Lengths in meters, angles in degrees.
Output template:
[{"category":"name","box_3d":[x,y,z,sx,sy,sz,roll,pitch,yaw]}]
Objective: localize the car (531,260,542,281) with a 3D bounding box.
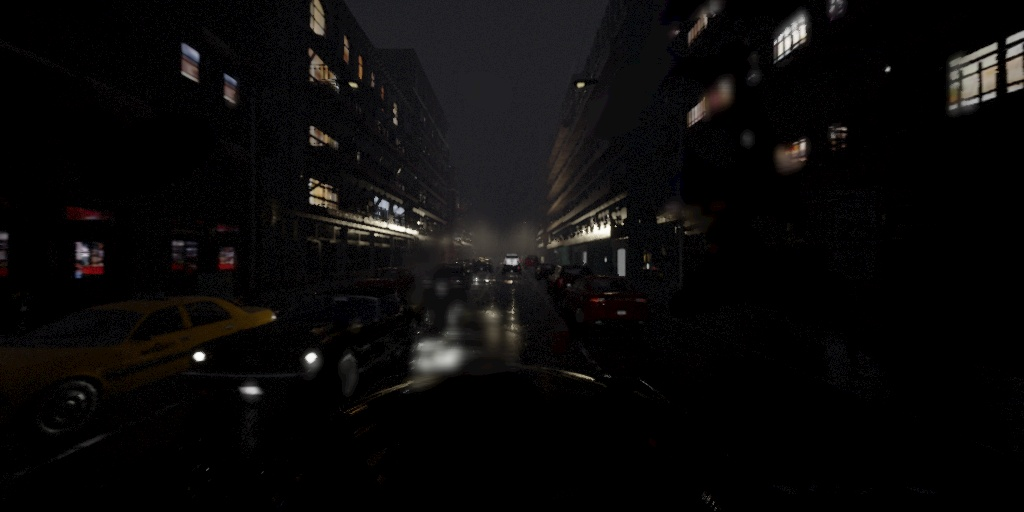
[{"category":"car","box_3d":[2.683,1.198,27.621,1.802,1.307,4.207,0,0,0]}]

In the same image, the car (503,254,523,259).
[{"category":"car","box_3d":[0.002,0.736,48.313,2.150,2.045,5.566,0,1,0]}]

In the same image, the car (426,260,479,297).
[{"category":"car","box_3d":[-3.101,1.152,18.209,2.128,1.511,4.902,0,1,0]}]

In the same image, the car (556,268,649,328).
[{"category":"car","box_3d":[2.689,1.247,11.051,1.888,1.381,4.507,0,0,0]}]

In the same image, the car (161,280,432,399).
[{"category":"car","box_3d":[-3.100,1.325,6.592,1.895,1.301,4.718,0,0,3]}]

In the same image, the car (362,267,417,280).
[{"category":"car","box_3d":[-5.694,1.217,16.586,1.888,1.381,4.507,0,0,0]}]

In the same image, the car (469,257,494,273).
[{"category":"car","box_3d":[-3.039,1.052,38.753,2.128,1.511,4.902,0,0,1]}]

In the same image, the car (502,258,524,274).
[{"category":"car","box_3d":[-0.009,1.170,36.921,1.895,1.301,4.718,0,0,0]}]

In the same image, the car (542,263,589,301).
[{"category":"car","box_3d":[2.687,1.113,16.575,1.967,1.591,4.097,0,0,0]}]

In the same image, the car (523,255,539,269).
[{"category":"car","box_3d":[2.676,0.819,49.715,2.192,1.841,5.009,0,0,0]}]

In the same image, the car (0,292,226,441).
[{"category":"car","box_3d":[-5.690,1.255,5.369,1.751,1.417,4.829,0,0,0]}]
